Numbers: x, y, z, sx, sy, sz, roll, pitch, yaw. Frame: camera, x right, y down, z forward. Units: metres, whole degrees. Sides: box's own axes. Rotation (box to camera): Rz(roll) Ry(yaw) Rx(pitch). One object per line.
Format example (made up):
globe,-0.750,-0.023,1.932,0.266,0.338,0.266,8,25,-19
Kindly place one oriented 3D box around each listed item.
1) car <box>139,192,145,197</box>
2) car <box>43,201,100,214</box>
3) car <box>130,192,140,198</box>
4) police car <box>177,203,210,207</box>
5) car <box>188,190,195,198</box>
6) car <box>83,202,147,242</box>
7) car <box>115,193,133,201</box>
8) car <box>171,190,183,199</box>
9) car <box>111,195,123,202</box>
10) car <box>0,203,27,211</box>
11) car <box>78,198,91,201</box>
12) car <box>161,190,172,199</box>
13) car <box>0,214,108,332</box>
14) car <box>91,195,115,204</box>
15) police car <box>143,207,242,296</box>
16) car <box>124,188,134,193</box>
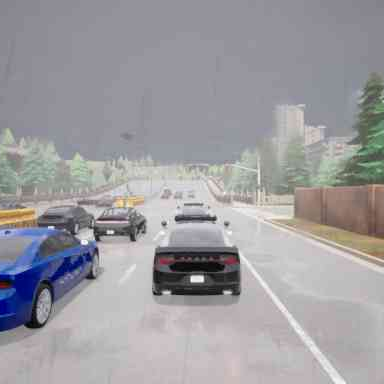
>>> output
car,-14.163,0.613,92.751,1.882,1.535,5.008,0,4,0
car,-6.906,1.505,18.682,1.837,1.490,4.892,0,0,0
car,-14.076,1.424,77.958,1.882,1.535,5.008,0,1,0
police car,0.092,1.425,18.723,1.930,1.638,5.238,0,0,0
car,-0.154,0.931,91.272,1.895,1.301,4.718,0,4,0
car,-3.415,1.492,16.480,2.128,1.511,4.902,0,0,1
car,-14.033,1.492,67.532,2.128,1.511,4.902,0,0,0
car,-3.635,0.903,88.063,2.097,1.767,4.553,0,3,0
car,-17.576,1.497,78.001,1.994,1.385,4.181,0,1,0
car,-6.903,1.352,9.519,2.097,1.767,4.553,0,0,0
car,-17.604,1.601,55.403,1.895,1.301,4.718,0,0,0
car,-7.138,1.071,88.486,1.994,1.385,4.181,0,4,0
car,-3.403,1.478,6.974,1.882,1.535,5.008,0,0,0
car,-12.454,1.564,46.502,1.994,1.385,4.181,0,0,-23
police car,0.097,1.425,8.820,1.930,1.638,5.238,0,0,0
car,-17.664,0.049,92.954,2.150,2.045,5.566,0,4,0
